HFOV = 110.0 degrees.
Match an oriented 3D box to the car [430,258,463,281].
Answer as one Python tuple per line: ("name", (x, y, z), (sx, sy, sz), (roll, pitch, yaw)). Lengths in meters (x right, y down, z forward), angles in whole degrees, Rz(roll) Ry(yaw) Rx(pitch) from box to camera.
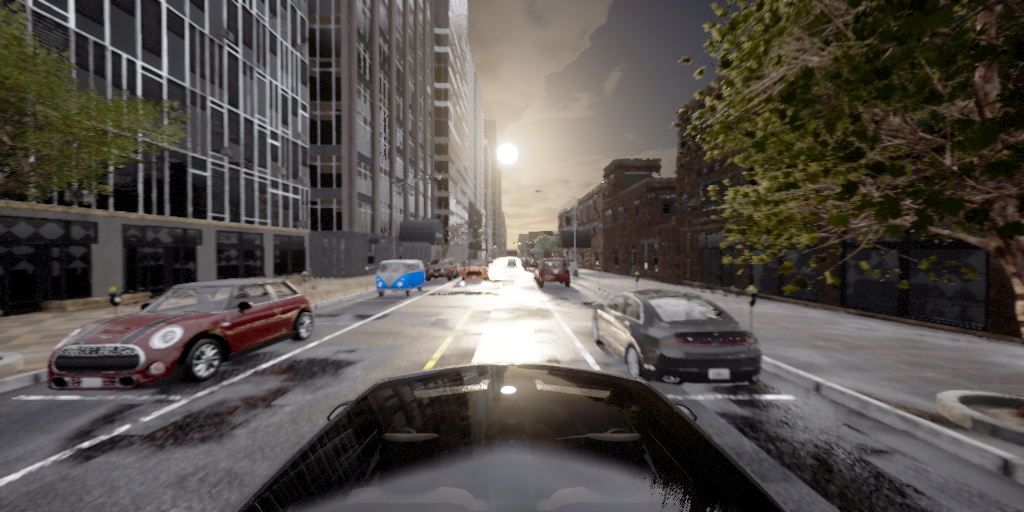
("car", (-5.696, 1.064, 29.729), (2.192, 1.841, 5.009), (0, 0, 0))

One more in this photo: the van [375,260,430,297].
("van", (-5.694, 1.091, 18.659), (1.690, 1.789, 3.998), (0, 0, 0))

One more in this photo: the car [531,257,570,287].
("car", (2.686, 1.063, 24.186), (2.192, 1.841, 5.009), (0, 0, 0))

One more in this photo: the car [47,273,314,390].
("car", (-5.703, 1.191, 6.862), (1.967, 1.591, 4.097), (0, 0, 0))

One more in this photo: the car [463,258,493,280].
("car", (-3.006, 1.104, 30.621), (2.097, 1.767, 4.553), (0, 0, 0))

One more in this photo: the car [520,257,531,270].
("car", (2.679, 1.060, 51.860), (2.192, 1.841, 5.009), (0, 0, 0))

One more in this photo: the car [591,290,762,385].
("car", (2.701, 1.300, 6.847), (2.007, 1.370, 4.403), (0, 0, 0))
